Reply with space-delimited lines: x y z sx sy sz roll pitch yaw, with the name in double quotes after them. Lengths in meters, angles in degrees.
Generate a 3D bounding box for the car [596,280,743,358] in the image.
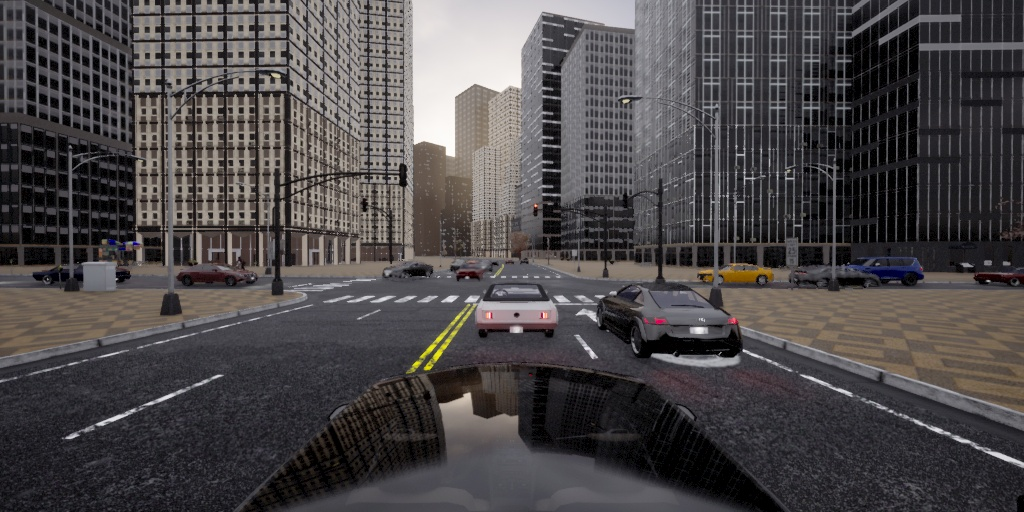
3.356 1.312 8.470 1.994 1.385 4.181 0 0 0 "car"

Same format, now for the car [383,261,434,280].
-8.553 1.169 29.976 2.128 1.511 4.902 1 0 27 "car"

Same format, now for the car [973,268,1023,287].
36.699 1.500 25.903 4.718 1.301 1.895 0 0 1 "car"

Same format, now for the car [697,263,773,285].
16.316 1.285 26.346 5.008 1.535 1.882 0 0 1 "car"

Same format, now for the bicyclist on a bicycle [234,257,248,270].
-24.699 0.871 32.632 0.582 1.620 1.656 0 1 1 "bicyclist on a bicycle"

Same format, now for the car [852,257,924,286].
26.379 1.074 26.128 5.566 2.045 2.150 0 0 2 "car"

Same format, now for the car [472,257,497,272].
-3.340 1.206 44.284 2.128 1.511 4.902 0 0 0 "car"

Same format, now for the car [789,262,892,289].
20.682 1.345 23.059 4.902 1.511 2.128 0 0 1 "car"

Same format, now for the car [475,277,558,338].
0.101 1.348 10.183 1.895 1.301 4.718 0 0 0 "car"

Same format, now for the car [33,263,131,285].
-28.644 1.225 24.000 4.718 1.301 1.895 0 0 1 "car"

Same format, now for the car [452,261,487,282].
-3.333 1.308 28.921 1.895 1.301 4.718 0 0 0 "car"

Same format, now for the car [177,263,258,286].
-19.480 1.193 23.767 4.674 1.442 1.812 0 0 1 "car"

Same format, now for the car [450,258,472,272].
-6.590 1.190 45.198 1.882 1.535 5.008 0 0 0 "car"
